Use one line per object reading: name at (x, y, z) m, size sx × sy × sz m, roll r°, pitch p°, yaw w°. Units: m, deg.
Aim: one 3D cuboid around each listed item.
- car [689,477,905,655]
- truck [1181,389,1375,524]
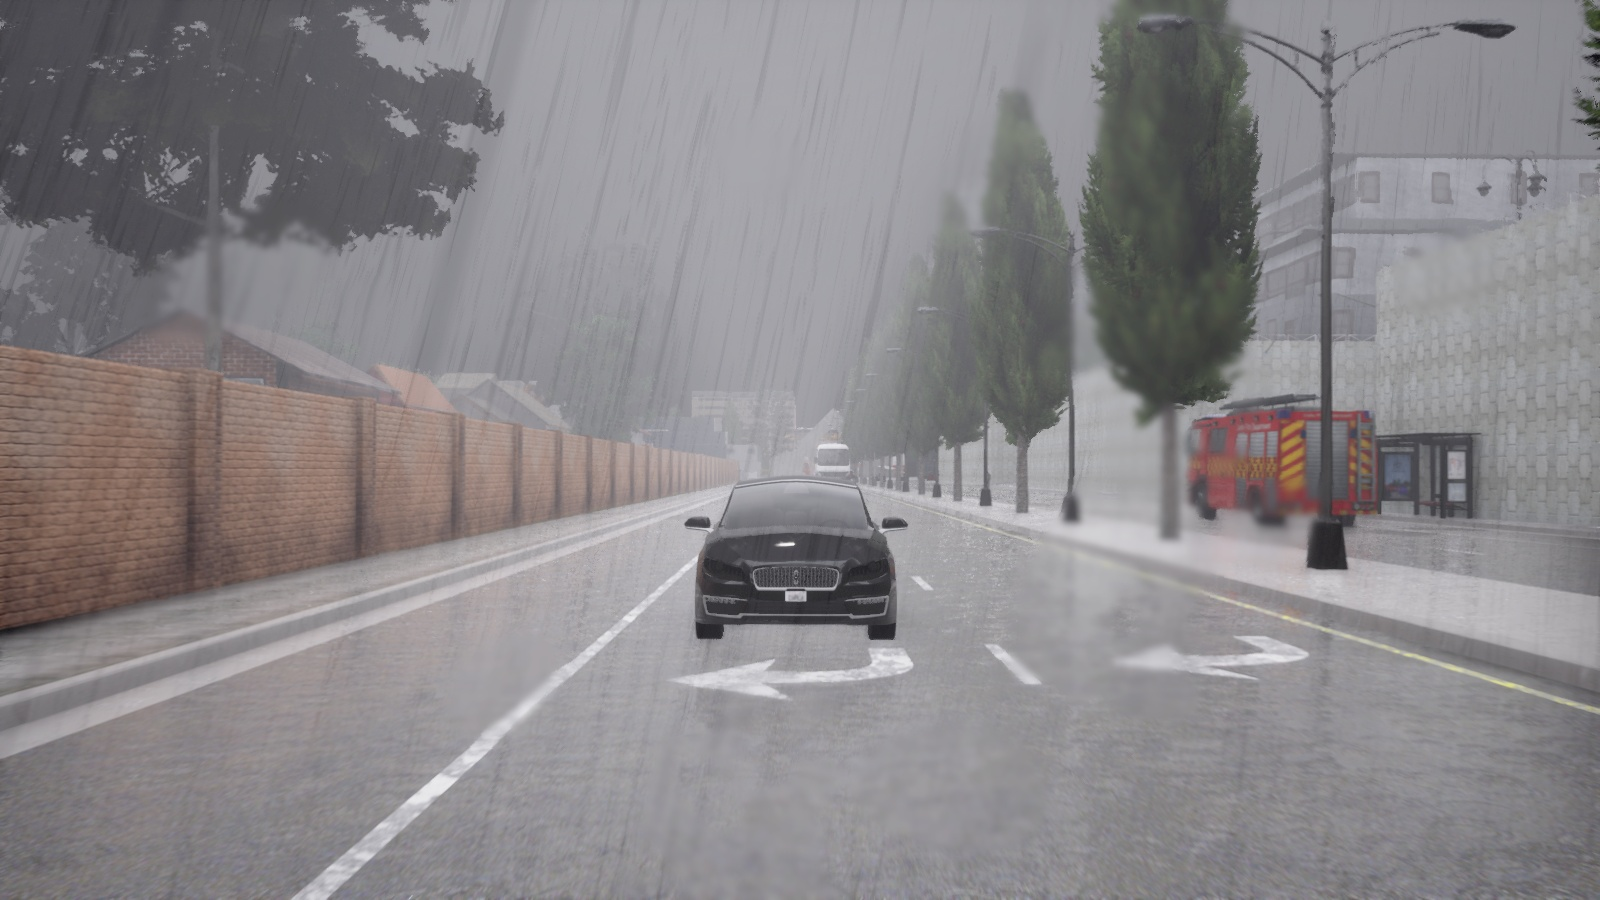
car at (-0.032, 1.040, 13.139) m, size 1.837 × 1.490 × 4.892 m, roll 0°, pitch -1°, yaw 0°
truck at (14.898, 0.260, 40.010) m, size 2.891 × 3.827 × 8.468 m, roll 0°, pitch -1°, yaw 0°
